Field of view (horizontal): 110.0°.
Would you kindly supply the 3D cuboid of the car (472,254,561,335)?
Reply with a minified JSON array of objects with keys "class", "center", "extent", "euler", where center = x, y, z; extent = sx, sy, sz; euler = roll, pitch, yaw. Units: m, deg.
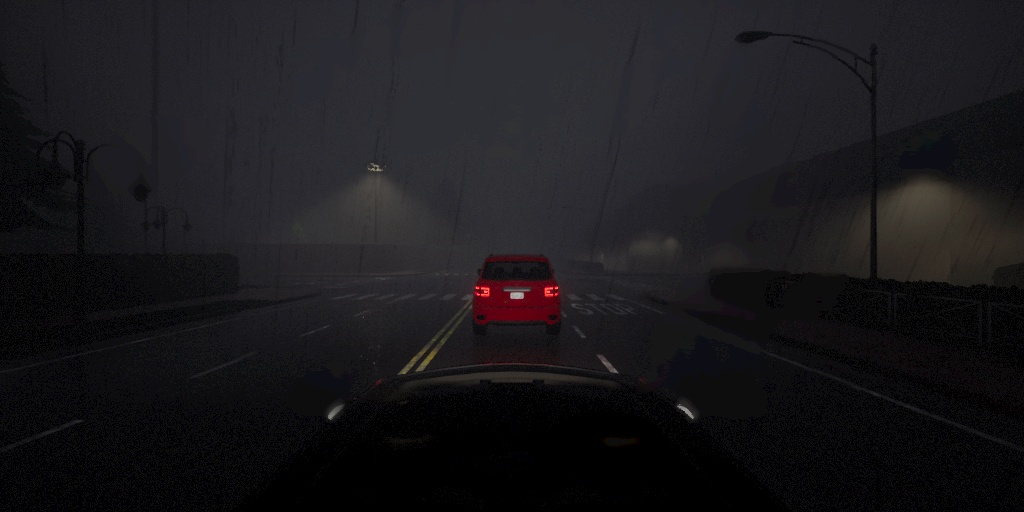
[{"class":"car","center":[0.118,0.971,10.613],"extent":[2.150,2.045,5.566],"euler":[0,0,0]}]

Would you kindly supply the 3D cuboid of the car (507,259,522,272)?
[{"class":"car","center":[0.353,1.227,46.380],"extent":[1.882,1.535,5.008],"euler":[0,0,1]}]
